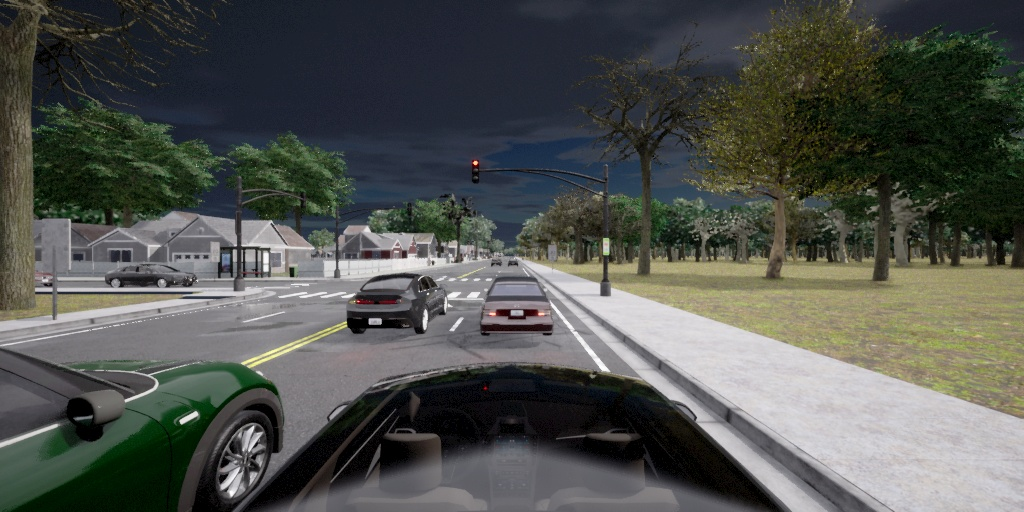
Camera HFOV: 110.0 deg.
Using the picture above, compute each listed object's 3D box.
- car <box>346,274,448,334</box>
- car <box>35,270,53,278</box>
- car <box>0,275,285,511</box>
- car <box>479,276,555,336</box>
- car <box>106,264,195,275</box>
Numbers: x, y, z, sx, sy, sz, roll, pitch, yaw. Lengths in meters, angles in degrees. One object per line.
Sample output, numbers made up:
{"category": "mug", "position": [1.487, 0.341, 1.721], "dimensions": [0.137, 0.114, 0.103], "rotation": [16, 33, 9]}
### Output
{"category": "car", "position": [-3.143, 1.254, 10.643], "dimensions": [1.837, 1.490, 4.892], "rotation": [0, 0, 0]}
{"category": "car", "position": [-32.197, 1.322, 22.956], "dimensions": [4.674, 1.442, 1.812], "rotation": [0, 0, 0]}
{"category": "car", "position": [-3.148, 1.102, 1.446], "dimensions": [2.097, 1.767, 4.553], "rotation": [0, 0, 0]}
{"category": "car", "position": [0.114, 1.297, 10.392], "dimensions": [2.033, 1.411, 5.357], "rotation": [0, 0, 0]}
{"category": "car", "position": [-22.909, 1.286, 22.879], "dimensions": [4.892, 1.490, 1.837], "rotation": [0, 0, 0]}
